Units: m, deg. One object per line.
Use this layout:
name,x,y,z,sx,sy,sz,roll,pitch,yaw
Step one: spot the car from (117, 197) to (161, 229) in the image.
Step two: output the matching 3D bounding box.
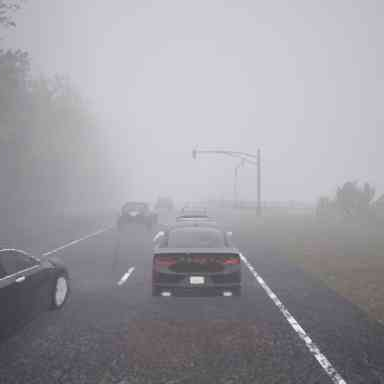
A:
car,-3.424,1.357,21.684,2.097,1.767,4.553,0,0,0

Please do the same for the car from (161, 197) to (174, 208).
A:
car,-3.448,1.358,42.136,2.097,1.767,4.553,0,0,0

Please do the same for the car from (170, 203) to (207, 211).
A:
car,0.090,1.496,18.125,2.128,1.511,4.902,0,0,0

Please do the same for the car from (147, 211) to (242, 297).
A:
car,0.091,1.480,8.630,1.882,1.535,5.008,0,0,0

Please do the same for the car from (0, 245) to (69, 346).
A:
car,-3.405,1.506,4.868,1.837,1.490,4.892,0,0,0
